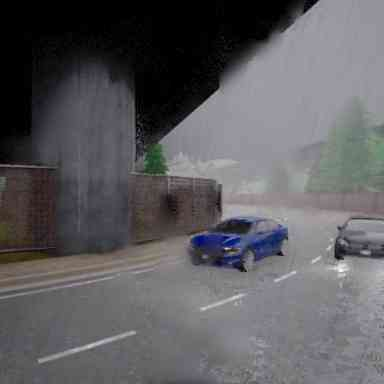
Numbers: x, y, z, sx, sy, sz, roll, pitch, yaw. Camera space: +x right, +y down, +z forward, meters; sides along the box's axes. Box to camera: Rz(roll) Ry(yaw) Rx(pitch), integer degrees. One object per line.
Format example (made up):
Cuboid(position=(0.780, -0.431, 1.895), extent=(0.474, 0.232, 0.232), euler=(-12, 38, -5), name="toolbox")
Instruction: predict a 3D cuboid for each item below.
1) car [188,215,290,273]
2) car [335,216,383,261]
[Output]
Cuboid(position=(1.816, 1.601, 11.525), extent=(1.882, 1.535, 5.008), euler=(0, 0, 35), name="car")
Cuboid(position=(6.559, 1.660, 12.498), extent=(1.812, 1.442, 4.674), euler=(0, -1, 29), name="car")
